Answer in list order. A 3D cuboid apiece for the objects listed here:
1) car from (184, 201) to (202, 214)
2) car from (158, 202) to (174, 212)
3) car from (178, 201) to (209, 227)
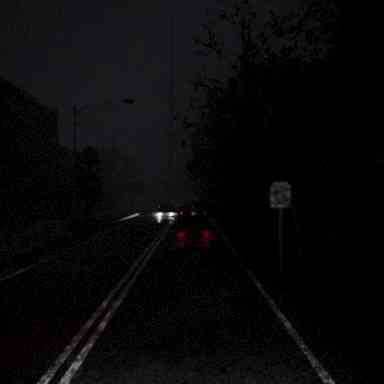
[{"bbox_3d":[0.115,1.844,41.554,2.033,1.411,5.357,0,-1,0],"label":"car"},{"bbox_3d":[-3.322,1.914,43.094,1.895,1.301,4.718,0,-1,0],"label":"car"},{"bbox_3d":[0.090,1.458,23.695,2.097,1.767,4.553,0,-1,0],"label":"car"}]
